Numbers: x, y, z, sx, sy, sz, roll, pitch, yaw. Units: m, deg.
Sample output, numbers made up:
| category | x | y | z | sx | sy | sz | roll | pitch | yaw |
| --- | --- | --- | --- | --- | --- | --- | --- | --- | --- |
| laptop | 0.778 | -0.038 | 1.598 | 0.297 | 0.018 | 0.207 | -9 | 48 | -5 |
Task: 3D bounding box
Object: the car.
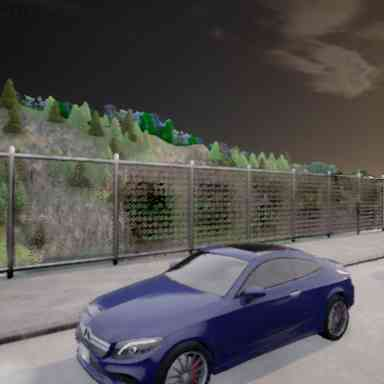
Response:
| category | x | y | z | sx | sy | sz | roll | pitch | yaw |
| --- | --- | --- | --- | --- | --- | --- | --- | --- | --- |
| car | 0.684 | 1.553 | 5.085 | 4.674 | 1.442 | 1.812 | 1 | 0 | -36 |
